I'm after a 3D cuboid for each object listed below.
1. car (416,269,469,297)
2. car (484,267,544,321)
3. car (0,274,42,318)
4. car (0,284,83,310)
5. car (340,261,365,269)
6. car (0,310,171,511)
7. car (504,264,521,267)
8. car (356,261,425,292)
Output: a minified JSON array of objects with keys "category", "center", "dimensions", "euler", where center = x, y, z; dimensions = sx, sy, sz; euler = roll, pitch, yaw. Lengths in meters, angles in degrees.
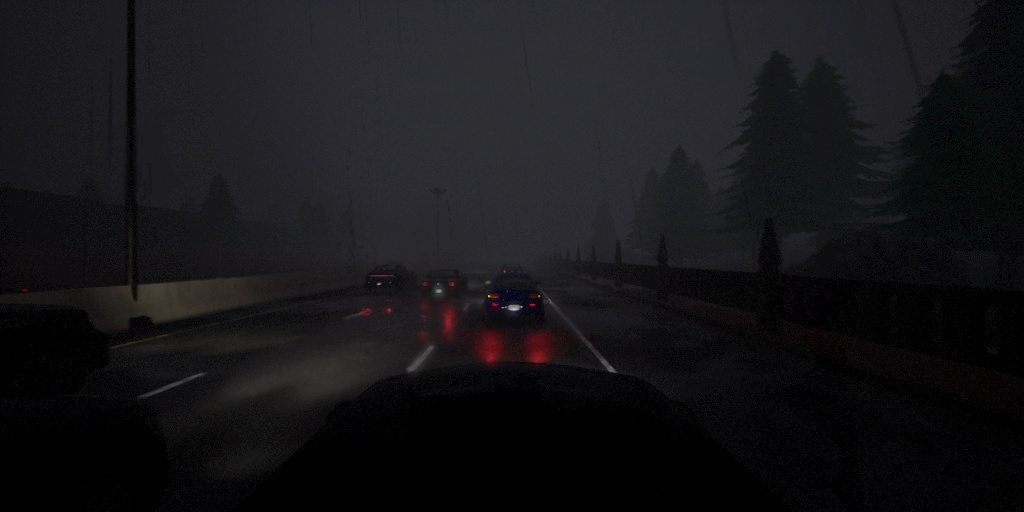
[{"category":"car","center":[-3.444,1.361,19.104],"dimensions":[1.895,1.301,4.718],"euler":[0,0,0]},{"category":"car","center":[0.054,1.280,12.348],"dimensions":[1.812,1.442,4.674],"euler":[0,0,0]},{"category":"car","center":[-17.620,1.332,10.586],"dimensions":[1.994,1.385,4.181],"euler":[0,0,0]},{"category":"car","center":[-6.924,0.977,2.755],"dimensions":[2.150,2.045,5.566],"euler":[0,0,0]},{"category":"car","center":[-21.203,1.334,48.535],"dimensions":[2.033,1.411,5.357],"euler":[0,0,0]},{"category":"car","center":[-3.463,1.244,0.618],"dimensions":[2.128,1.511,4.902],"euler":[0,0,1]},{"category":"car","center":[0.015,1.364,32.810],"dimensions":[1.895,1.301,4.718],"euler":[0,0,0]},{"category":"car","center":[-6.951,1.255,21.170],"dimensions":[2.128,1.511,4.902],"euler":[0,0,0]}]
